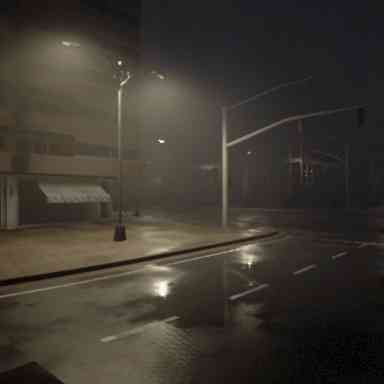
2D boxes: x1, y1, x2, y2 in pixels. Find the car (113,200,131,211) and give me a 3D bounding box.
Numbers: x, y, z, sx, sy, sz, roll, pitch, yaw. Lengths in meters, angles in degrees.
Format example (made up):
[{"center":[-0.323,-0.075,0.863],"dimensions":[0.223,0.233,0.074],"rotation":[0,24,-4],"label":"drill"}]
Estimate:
[{"center":[-10.337,1.856,45.487],"dimensions":[4.674,1.442,1.812],"rotation":[0,0,42],"label":"car"}]
